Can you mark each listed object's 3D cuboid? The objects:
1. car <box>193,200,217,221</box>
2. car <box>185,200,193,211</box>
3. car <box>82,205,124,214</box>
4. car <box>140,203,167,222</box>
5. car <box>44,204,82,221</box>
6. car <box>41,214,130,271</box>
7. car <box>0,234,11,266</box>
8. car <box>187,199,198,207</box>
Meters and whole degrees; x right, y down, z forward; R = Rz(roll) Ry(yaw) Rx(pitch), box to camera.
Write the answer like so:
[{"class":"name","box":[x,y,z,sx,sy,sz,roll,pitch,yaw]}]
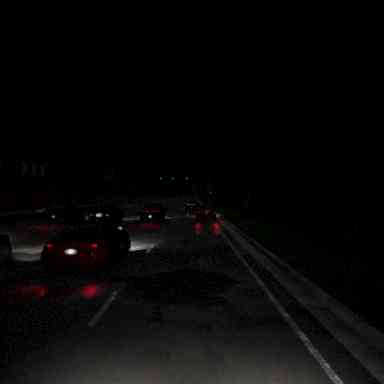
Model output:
[{"class":"car","box":[1.229,1.722,30.348,1.801,1.575,5.366,0,-1,0]},{"class":"car","box":[0.015,1.913,47.893,2.128,1.511,4.902,0,0,0]},{"class":"car","box":[-6.897,1.787,27.273,2.033,1.411,5.357,0,-1,0]},{"class":"car","box":[-3.397,1.764,29.439,1.837,1.490,4.892,0,0,0]},{"class":"car","box":[-10.398,1.719,27.449,1.882,1.535,5.008,0,-1,0]},{"class":"car","box":[-3.399,1.664,11.332,1.994,1.385,4.181,0,-1,0]},{"class":"car","box":[-6.899,1.557,8.968,1.882,1.535,5.008,0,-1,0]},{"class":"car","box":[0.009,2.114,62.764,1.994,1.385,4.181,0,-1,0]}]
